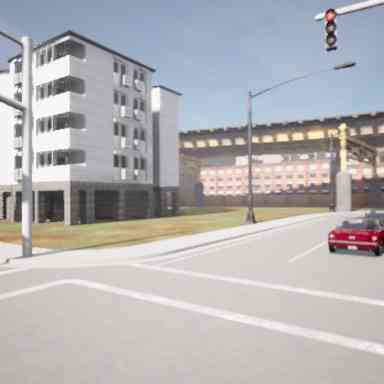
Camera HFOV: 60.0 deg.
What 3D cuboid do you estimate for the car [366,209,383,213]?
[{"bbox_3d":[12.822,1.830,22.550,1.994,1.385,4.181,-1,-1,34],"label":"car"}]

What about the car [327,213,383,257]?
[{"bbox_3d":[7.193,1.790,14.230,1.895,1.301,4.718,-1,-1,34],"label":"car"}]
